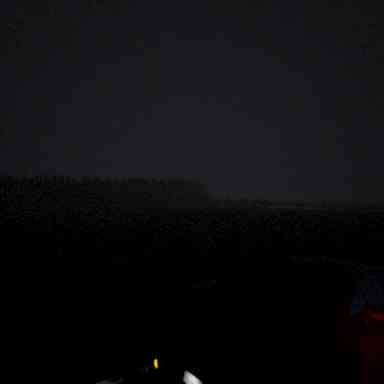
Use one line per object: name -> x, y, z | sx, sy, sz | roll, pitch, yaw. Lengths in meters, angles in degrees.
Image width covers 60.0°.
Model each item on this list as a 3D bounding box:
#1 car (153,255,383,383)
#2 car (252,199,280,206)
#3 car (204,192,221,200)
car -> 1.628, 1.584, 4.231 | 4.181, 1.385, 1.994 | 0, 0, -35
car -> 12.627, 1.762, 57.019 | 1.895, 1.301, 4.718 | 0, 0, -35
car -> 3.743, 0.971, 69.651 | 2.150, 2.045, 5.566 | 0, 0, -35
